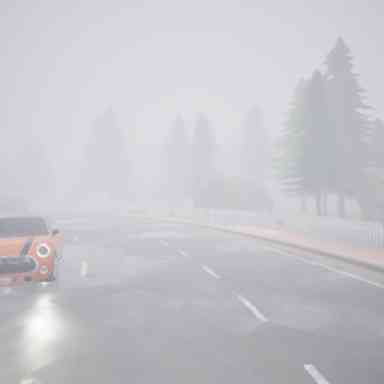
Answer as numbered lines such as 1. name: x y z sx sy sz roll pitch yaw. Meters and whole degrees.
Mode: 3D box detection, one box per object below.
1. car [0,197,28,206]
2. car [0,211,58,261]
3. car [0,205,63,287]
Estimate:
1. car: -22.650 1.607 41.702 5.566 2.045 2.150 -1 0 38
2. car: -6.872 1.670 14.237 2.033 1.411 5.357 -1 0 -23
3. car: -4.958 1.439 9.652 2.097 1.767 4.553 -1 0 -18
